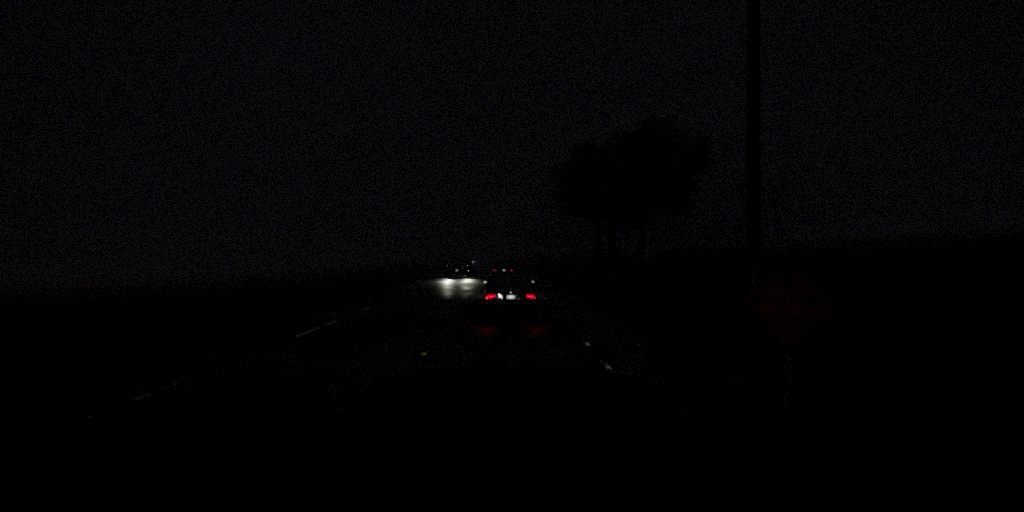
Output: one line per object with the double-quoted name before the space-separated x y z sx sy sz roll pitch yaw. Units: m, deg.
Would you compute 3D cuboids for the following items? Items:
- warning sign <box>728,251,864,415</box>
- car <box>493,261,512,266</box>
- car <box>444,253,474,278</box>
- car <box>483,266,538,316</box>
"warning sign" 3.539 0.863 4.599 1.300 1.860 1.060 0 0 0
"car" -0.781 1.111 29.468 2.033 1.411 5.357 0 1 -3
"car" -4.626 0.753 31.747 2.150 2.045 5.566 0 1 -4
"car" -0.099 1.268 13.302 2.033 1.411 5.357 0 0 -1
